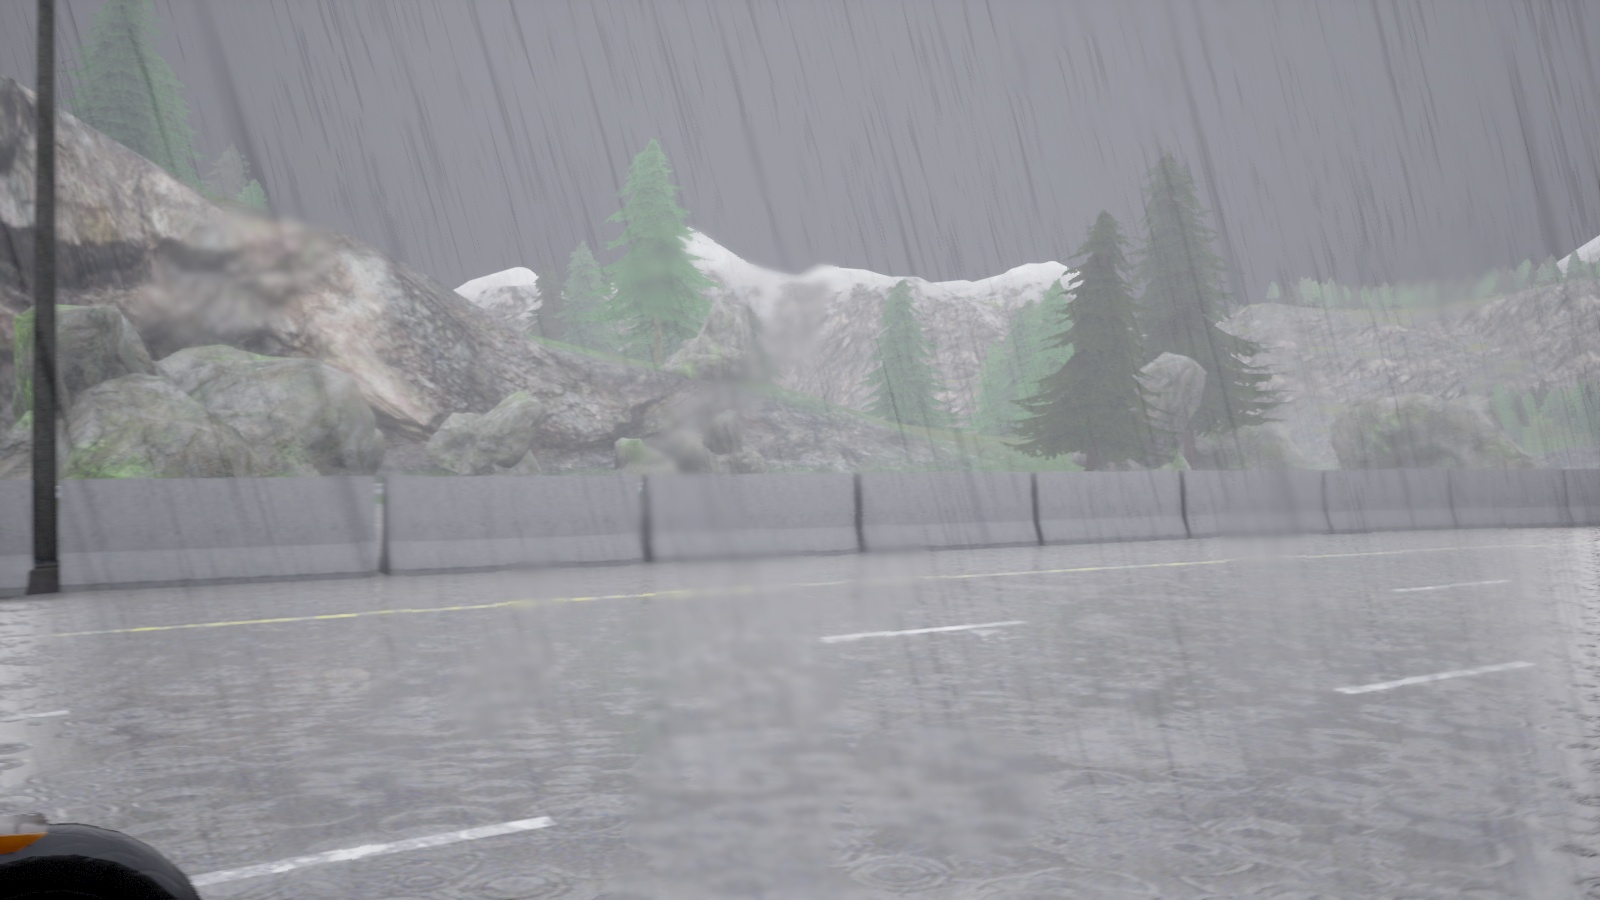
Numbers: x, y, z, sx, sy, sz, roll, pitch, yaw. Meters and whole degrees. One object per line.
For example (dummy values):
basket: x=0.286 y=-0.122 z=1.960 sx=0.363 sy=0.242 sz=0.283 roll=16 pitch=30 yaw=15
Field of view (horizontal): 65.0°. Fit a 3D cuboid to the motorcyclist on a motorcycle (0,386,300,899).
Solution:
motorcyclist on a motorcycle: x=-2.203 y=0.704 z=2.194 sx=2.350 sy=1.649 sz=0.766 roll=0 pitch=0 yaw=-34
